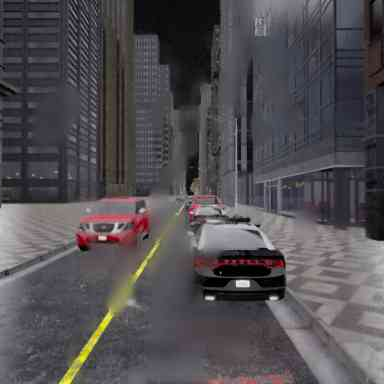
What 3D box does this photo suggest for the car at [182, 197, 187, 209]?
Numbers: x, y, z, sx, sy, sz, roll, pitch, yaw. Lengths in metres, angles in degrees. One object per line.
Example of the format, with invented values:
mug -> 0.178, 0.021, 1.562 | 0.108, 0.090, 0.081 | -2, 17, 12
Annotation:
car -> 0.078, 1.633, 46.879 | 2.033, 1.411, 5.357 | 0, 0, 1

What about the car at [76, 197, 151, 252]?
car -> -3.085, 1.237, 14.255 | 2.150, 2.045, 5.566 | 0, 0, 0

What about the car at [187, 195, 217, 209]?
car -> 0.927, 1.260, 24.432 | 2.150, 2.045, 5.566 | 0, 0, 0

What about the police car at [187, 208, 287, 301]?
police car -> 0.908, 1.433, 8.508 | 1.930, 1.638, 5.238 | 0, 0, 0

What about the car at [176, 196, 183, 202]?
car -> -2.906, 1.666, 82.361 | 1.837, 1.490, 4.892 | 0, 0, 0

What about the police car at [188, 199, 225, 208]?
police car -> 0.920, 1.448, 18.510 | 1.930, 1.638, 5.238 | 0, 0, 0
